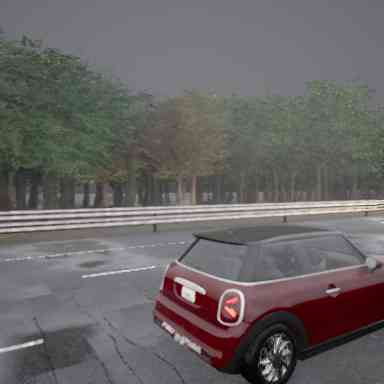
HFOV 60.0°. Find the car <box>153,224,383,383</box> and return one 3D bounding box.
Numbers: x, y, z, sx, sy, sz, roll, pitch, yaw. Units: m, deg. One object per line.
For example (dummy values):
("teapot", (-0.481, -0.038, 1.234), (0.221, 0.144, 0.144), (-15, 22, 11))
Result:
("car", (1.749, 1.326, 5.419), (4.553, 1.767, 2.097), (0, 0, -32))
